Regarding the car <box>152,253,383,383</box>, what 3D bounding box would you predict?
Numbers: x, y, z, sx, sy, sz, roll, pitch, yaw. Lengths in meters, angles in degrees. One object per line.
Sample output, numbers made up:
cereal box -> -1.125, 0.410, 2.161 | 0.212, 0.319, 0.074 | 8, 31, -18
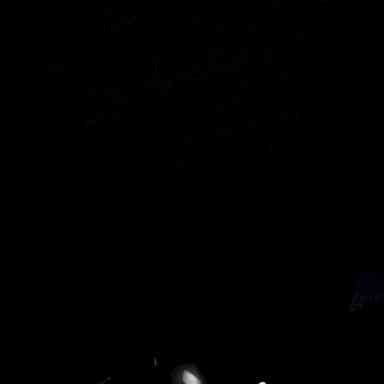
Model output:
car -> 1.615, 1.552, 4.219 | 4.181, 1.385, 1.994 | 0, 0, -36
